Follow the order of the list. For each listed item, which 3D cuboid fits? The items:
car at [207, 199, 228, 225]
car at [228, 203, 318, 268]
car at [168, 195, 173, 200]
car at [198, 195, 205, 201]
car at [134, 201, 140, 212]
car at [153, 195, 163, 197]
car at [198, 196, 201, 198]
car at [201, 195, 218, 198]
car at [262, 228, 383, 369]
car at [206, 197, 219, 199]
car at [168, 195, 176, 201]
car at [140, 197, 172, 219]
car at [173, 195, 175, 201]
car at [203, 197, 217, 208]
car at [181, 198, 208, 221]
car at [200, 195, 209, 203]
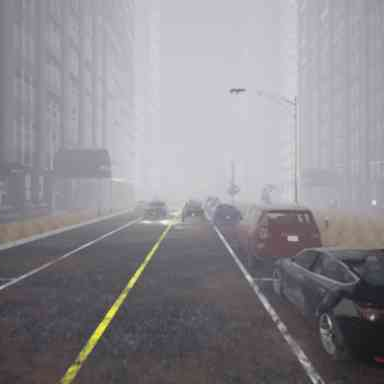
[{"bbox_3d":[2.358,1.523,24.309,1.882,1.535,5.008,0,0,0],"label":"car"},{"bbox_3d":[2.694,1.336,11.289,2.192,1.841,5.009,0,0,0],"label":"car"},{"bbox_3d":[-5.695,1.675,72.220,1.887,1.381,4.507,0,0,0],"label":"car"},{"bbox_3d":[2.683,1.609,94.378,1.967,1.590,4.097,0,0,0],"label":"car"},{"bbox_3d":[-5.691,1.654,38.984,1.802,1.307,4.206,0,0,0],"label":"car"},{"bbox_3d":[-5.692,1.416,55.602,2.192,1.841,5.009,0,0,0],"label":"car"},{"bbox_3d":[0.094,1.609,45.608,1.812,1.442,4.674,0,0,0],"label":"car"},{"bbox_3d":[2.690,1.397,44.525,2.192,1.841,5.009,0,0,0],"label":"car"},{"bbox_3d":[2.693,1.577,5.750,1.947,1.339,4.313,0,0,0],"label":"car"},{"bbox_3d":[2.689,1.638,38.985,1.947,1.339,4.313,0,0,0],"label":"car"},{"bbox_3d":[-5.698,1.609,94.376,1.967,1.590,4.097,0,0,0],"label":"car"},{"bbox_3d":[-3.105,1.533,29.979,1.882,1.535,5.008,0,0,0],"label":"car"},{"bbox_3d":[-5.697,1.704,88.837,1.887,1.381,4.507,0,0,0],"label":"car"},{"bbox_3d":[2.688,1.532,50.064,1.967,1.590,4.097,0,0,0],"label":"car"},{"bbox_3d":[0.096,1.543,27.545,2.128,1.511,4.902,0,0,0],"label":"car"},{"bbox_3d":[2.685,1.570,72.221,1.967,1.590,4.097,0,0,0],"label":"car"}]
